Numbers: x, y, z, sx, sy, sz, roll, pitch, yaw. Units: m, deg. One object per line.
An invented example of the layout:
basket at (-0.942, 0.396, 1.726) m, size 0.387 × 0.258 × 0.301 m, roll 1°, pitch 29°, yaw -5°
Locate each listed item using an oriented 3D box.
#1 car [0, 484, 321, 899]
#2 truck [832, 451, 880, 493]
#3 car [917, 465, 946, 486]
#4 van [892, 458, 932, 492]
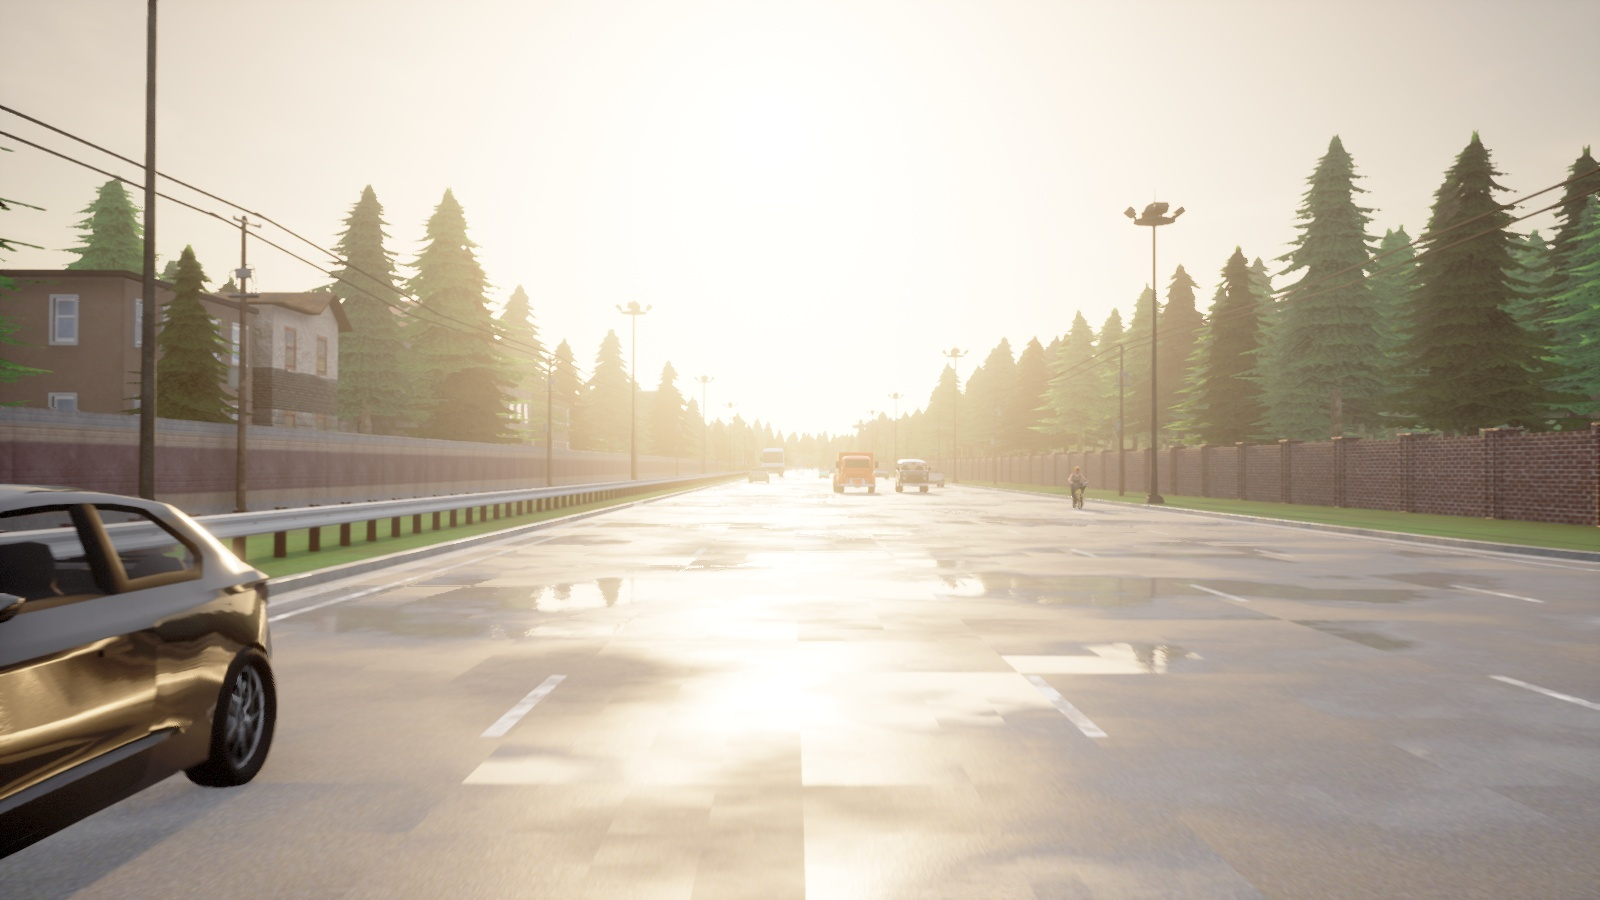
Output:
car at (-3.511, 0.899, 4.731) m, size 1.816 × 1.474 × 4.193 m, roll 0°, pitch -1°, yaw 0°
truck at (3.322, 1.307, 75.579) m, size 2.627 × 2.467 × 5.204 m, roll 0°, pitch -1°, yaw 0°
car at (10.272, 1.962, 98.078) m, size 1.851 × 1.617 × 3.988 m, roll 0°, pitch -1°, yaw 0°
van at (6.821, 1.520, 76.818) m, size 2.069 × 2.038 × 4.480 m, roll 0°, pitch -1°, yaw 0°
